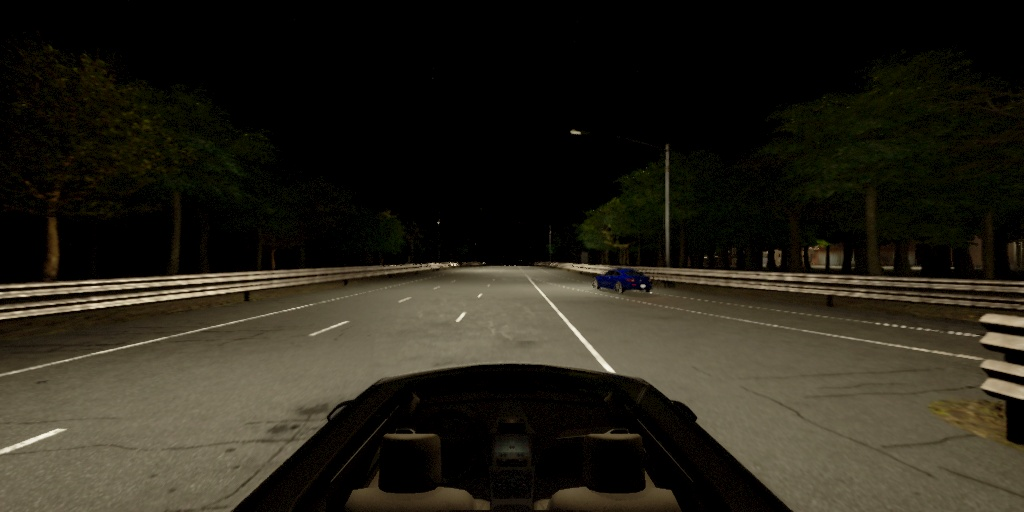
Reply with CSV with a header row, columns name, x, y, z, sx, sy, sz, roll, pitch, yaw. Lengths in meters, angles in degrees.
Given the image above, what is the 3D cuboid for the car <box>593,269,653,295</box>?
name,x,y,z,sx,sy,sz,roll,pitch,yaw
car,6.638,1.487,21.829,1.812,1.442,4.674,0,0,-13
